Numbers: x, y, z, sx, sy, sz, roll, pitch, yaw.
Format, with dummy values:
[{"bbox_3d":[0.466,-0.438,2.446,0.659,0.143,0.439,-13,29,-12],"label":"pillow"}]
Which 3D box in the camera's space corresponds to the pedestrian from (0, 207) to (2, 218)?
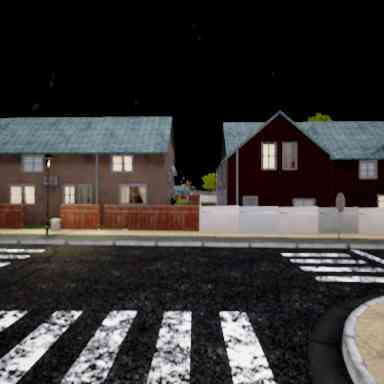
[{"bbox_3d":[-9.322,1.124,15.640,0.375,1.860,0.375,0,-1,1],"label":"pedestrian"}]
